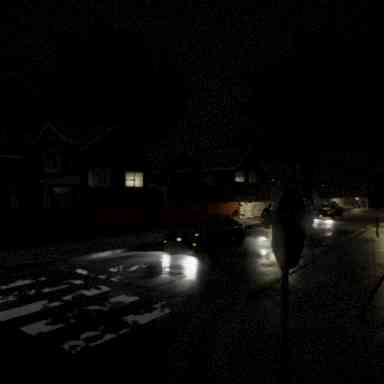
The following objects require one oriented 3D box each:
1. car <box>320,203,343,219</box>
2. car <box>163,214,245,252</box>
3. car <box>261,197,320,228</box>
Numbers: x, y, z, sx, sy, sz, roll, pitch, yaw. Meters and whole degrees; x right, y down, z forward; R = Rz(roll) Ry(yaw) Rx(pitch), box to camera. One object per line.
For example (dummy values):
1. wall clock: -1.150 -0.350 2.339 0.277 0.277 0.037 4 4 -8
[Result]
1. car: 12.898 1.740 31.473 2.033 1.411 5.357 0 0 36
2. car: 0.652 1.658 14.442 1.994 1.385 4.181 0 0 36
3. car: 6.744 1.364 22.924 2.150 2.045 5.566 0 -1 36
